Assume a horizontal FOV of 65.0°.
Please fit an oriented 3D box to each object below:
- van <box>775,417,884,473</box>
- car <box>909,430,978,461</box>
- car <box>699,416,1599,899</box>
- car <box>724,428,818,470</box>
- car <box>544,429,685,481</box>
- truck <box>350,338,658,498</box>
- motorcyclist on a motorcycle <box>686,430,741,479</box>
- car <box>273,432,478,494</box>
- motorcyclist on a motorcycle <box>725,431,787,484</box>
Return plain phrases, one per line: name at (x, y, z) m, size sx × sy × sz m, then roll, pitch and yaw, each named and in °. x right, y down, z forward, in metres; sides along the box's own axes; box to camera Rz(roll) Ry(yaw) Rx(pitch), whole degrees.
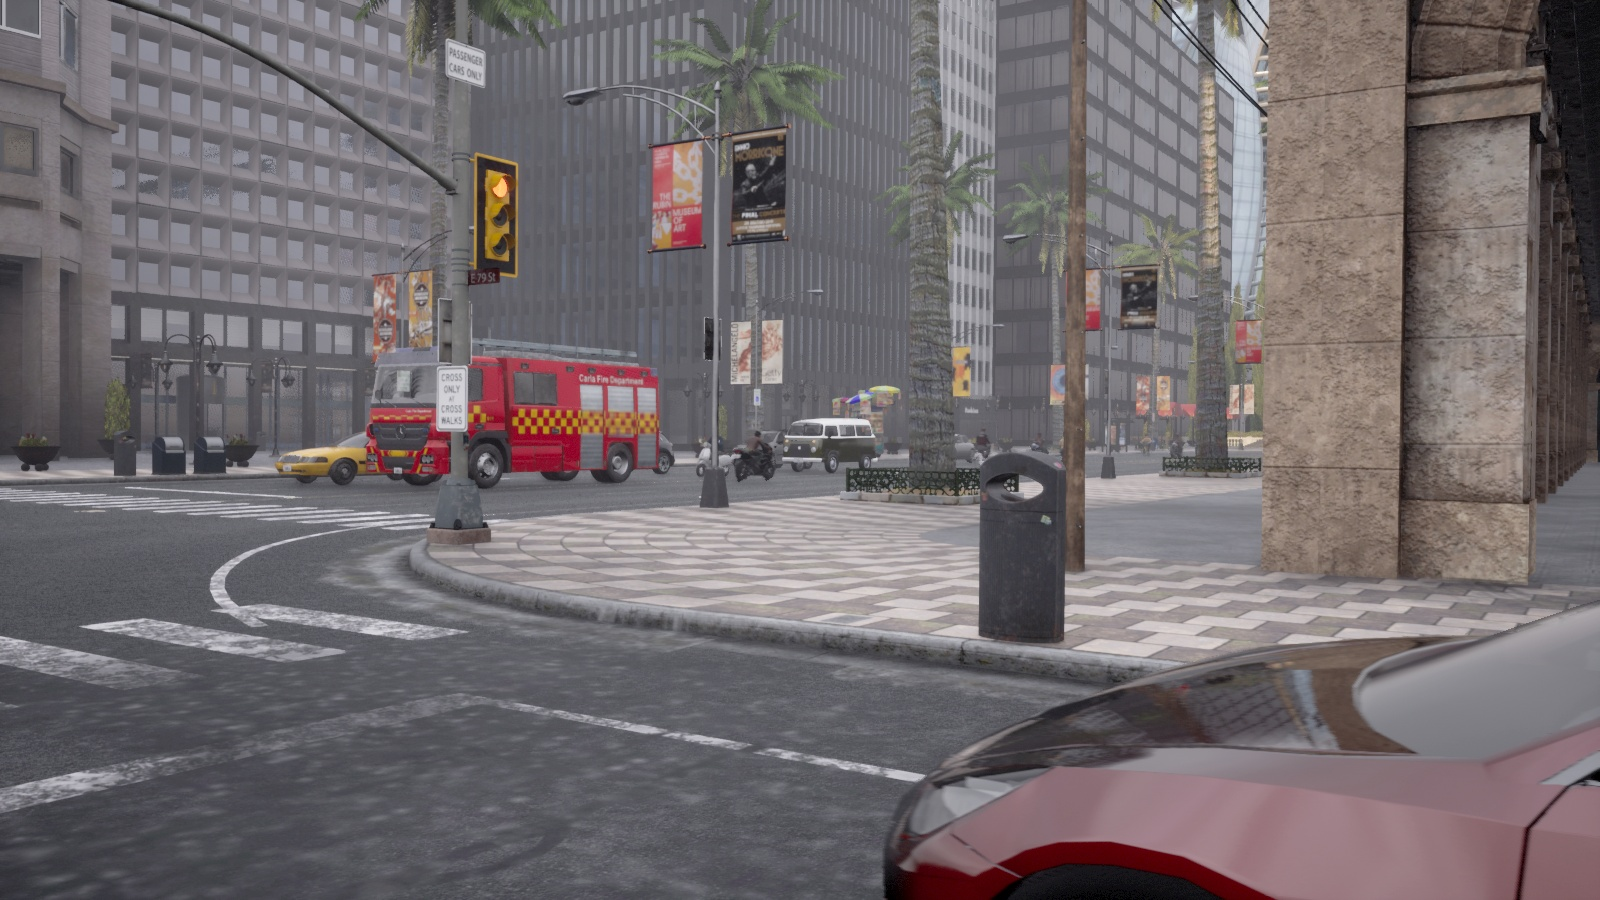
van at (1.180, -0.208, 47.745) m, size 2.069 × 2.038 × 4.480 m, roll 0°, pitch 1°, yaw 33°
car at (7.264, -0.234, 63.394) m, size 1.970 × 1.475 × 3.806 m, roll 0°, pitch 1°, yaw 33°
car at (2.407, 0.681, 2.051) m, size 4.792 × 1.488 × 2.163 m, roll 0°, pitch 1°, yaw 33°
car at (-1.123, -0.051, 50.605) m, size 1.851 × 1.617 × 3.988 m, roll 0°, pitch 1°, yaw 34°
car at (-6.252, 0.133, 42.845) m, size 2.033 × 1.649 × 4.856 m, roll 0°, pitch 1°, yaw 34°
truck at (-7.730, -0.831, 34.274) m, size 2.891 × 3.827 × 8.468 m, roll 0°, pitch 1°, yaw 33°
motorcyclist on a motorcycle at (-2.858, 0.142, 41.631) m, size 0.866 × 1.590 × 1.817 m, roll 0°, pitch 1°, yaw 33°
car at (-11.593, 0.301, 34.719) m, size 1.801 × 1.575 × 5.366 m, roll 0°, pitch 1°, yaw 34°
motorcyclist on a motorcycle at (-1.297, 0.211, 37.644) m, size 0.797 × 1.523 × 2.044 m, roll 0°, pitch 1°, yaw 33°
